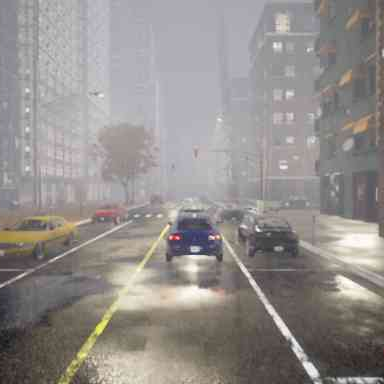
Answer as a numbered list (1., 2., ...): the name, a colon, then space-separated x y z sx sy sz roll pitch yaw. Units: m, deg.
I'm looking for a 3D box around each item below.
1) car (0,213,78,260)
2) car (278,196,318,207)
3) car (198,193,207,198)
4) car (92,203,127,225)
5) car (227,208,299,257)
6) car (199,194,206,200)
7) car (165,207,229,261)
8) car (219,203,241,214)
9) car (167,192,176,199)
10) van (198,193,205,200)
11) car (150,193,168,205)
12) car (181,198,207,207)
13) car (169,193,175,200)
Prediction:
1. car: -5.708 1.483 12.263 1.752 1.417 4.829 0 0 0
2. car: 13.363 1.198 42.932 4.403 1.369 2.008 -1 1 -1
3. car: 2.576 1.344 77.990 1.947 1.339 4.313 0 0 0
4. car: -5.725 1.465 23.499 1.887 1.381 4.507 0 0 0
5. car: 2.672 1.505 12.445 2.008 1.369 4.403 0 0 0
6. car: 2.567 1.292 83.683 1.752 1.417 4.829 0 0 0
7. car: 0.074 1.483 11.926 1.812 1.442 4.674 0 0 0
8. car: 2.655 1.468 23.511 2.008 1.369 4.403 0 0 0
9. car: -5.830 1.067 94.546 2.192 1.841 5.009 0 0 0
10. van: 2.559 1.099 89.036 1.690 1.788 3.998 0 0 0
11. car: -5.773 1.147 55.886 2.192 1.841 5.009 0 0 0
12. car: 0.046 1.415 22.028 2.128 1.511 4.902 0 0 0
13. car: -5.822 1.326 89.025 1.947 1.339 4.313 0 0 0
